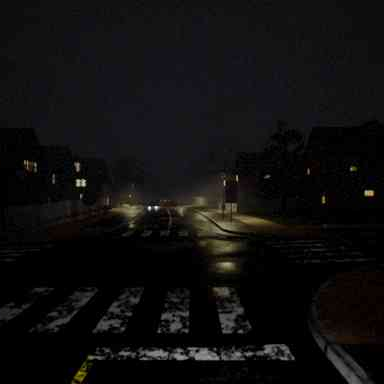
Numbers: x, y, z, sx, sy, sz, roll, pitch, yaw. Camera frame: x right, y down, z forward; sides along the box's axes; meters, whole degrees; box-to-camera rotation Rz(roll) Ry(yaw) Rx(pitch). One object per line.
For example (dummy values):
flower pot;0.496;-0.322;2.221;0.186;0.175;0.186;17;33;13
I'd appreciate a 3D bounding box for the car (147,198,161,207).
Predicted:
car;-7.179;1.925;60.117;1.994;1.385;4.181;0;-1;-10

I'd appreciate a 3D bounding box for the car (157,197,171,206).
car;-5.640;1.794;66.345;2.097;1.767;4.553;0;-1;-12

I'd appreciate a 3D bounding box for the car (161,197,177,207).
car;-3.726;1.920;56.494;1.895;1.301;4.718;0;-1;-10
